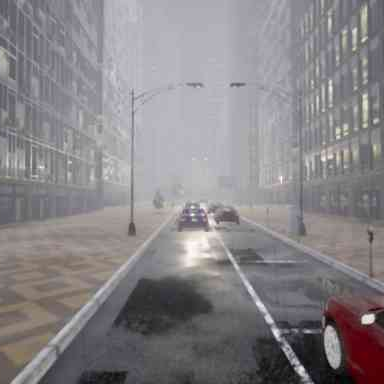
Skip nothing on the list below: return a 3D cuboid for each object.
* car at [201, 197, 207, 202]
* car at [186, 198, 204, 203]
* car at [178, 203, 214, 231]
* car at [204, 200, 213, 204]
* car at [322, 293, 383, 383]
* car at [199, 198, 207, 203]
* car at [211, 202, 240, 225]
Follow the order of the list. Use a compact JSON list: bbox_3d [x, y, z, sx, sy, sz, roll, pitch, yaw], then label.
[{"bbox_3d":[2.566,1.869,75.079,1.967,1.590,4.097,1,0,0],"label":"car"},{"bbox_3d":[0.093,1.785,41.767,1.994,1.385,4.181,0,0,0],"label":"car"},{"bbox_3d":[0.095,1.655,21.408,2.033,1.411,5.357,0,0,0],"label":"car"},{"bbox_3d":[2.571,1.771,36.106,1.802,1.307,4.206,1,0,0],"label":"car"},{"bbox_3d":[2.578,1.558,2.703,1.887,1.381,4.507,1,0,0],"label":"car"},{"bbox_3d":[2.562,2.047,80.645,1.802,1.307,4.206,1,0,0],"label":"car"},{"bbox_3d":[2.573,1.709,24.972,1.802,1.307,4.206,1,0,0],"label":"car"}]
